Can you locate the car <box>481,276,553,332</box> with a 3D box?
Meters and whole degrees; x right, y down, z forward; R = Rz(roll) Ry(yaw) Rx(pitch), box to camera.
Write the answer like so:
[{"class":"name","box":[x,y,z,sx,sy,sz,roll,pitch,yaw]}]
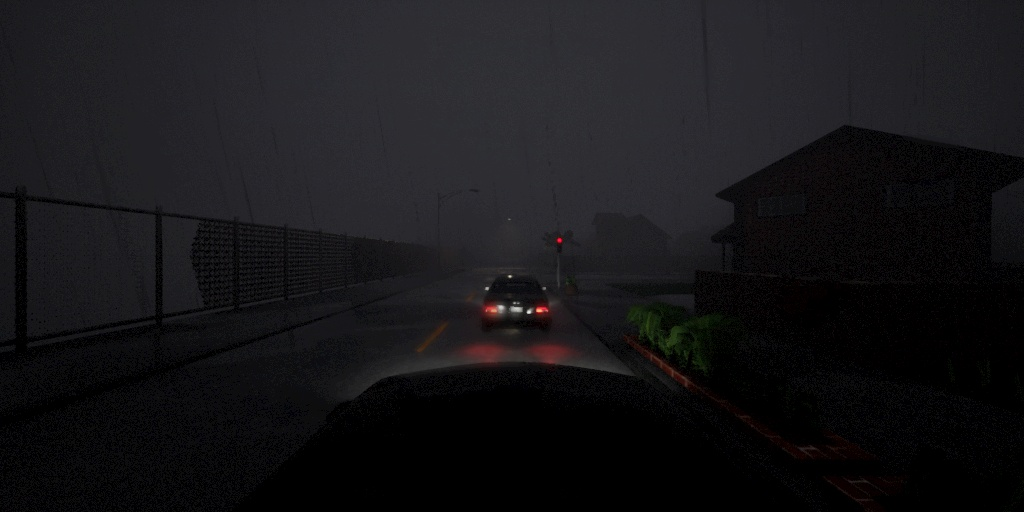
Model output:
[{"class":"car","box":[0.118,1.296,10.852,2.033,1.411,5.357,0,0,0]}]
